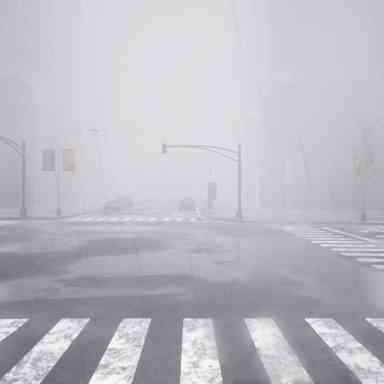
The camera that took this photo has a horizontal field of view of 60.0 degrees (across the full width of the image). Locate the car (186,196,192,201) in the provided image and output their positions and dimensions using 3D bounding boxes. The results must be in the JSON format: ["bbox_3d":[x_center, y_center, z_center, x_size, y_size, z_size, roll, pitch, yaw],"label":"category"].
[{"bbox_3d":[-0.841,1.696,93.300,1.887,1.381,4.507,0,0,0],"label":"car"}]

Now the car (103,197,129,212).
[{"bbox_3d":[-9.083,1.574,39.009,1.947,1.339,4.313,0,0,0],"label":"car"}]

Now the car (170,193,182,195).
[{"bbox_3d":[-3.507,1.559,75.629,1.837,1.490,4.892,0,0,0],"label":"car"}]

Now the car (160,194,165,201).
[{"bbox_3d":[-9.365,1.696,93.268,1.887,1.381,4.507,0,0,0],"label":"car"}]

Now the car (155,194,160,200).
[{"bbox_3d":[-9.281,1.417,76.991,2.192,1.841,5.009,0,0,0],"label":"car"}]

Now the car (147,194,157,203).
[{"bbox_3d":[-9.252,1.669,71.565,1.802,1.307,4.206,0,0,0],"label":"car"}]

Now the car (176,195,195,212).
[{"bbox_3d":[-0.559,1.449,39.051,1.967,1.590,4.097,0,0,0],"label":"car"}]

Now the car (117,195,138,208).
[{"bbox_3d":[-9.112,1.336,44.436,2.192,1.841,5.009,0,0,0],"label":"car"}]

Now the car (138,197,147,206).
[{"bbox_3d":[-9.167,1.570,55.117,1.752,1.417,4.829,0,0,0],"label":"car"}]

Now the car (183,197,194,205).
[{"bbox_3d":[-0.671,1.603,60.750,1.887,1.381,4.507,0,0,0],"label":"car"}]

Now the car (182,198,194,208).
[{"bbox_3d":[-0.614,1.615,49.900,1.802,1.307,4.206,0,0,0],"label":"car"}]

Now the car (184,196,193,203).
[{"bbox_3d":[-0.728,1.613,71.770,1.752,1.417,4.829,0,0,0],"label":"car"}]

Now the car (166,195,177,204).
[{"bbox_3d":[-3.456,1.672,65.661,1.895,1.301,4.718,0,0,0],"label":"car"}]
